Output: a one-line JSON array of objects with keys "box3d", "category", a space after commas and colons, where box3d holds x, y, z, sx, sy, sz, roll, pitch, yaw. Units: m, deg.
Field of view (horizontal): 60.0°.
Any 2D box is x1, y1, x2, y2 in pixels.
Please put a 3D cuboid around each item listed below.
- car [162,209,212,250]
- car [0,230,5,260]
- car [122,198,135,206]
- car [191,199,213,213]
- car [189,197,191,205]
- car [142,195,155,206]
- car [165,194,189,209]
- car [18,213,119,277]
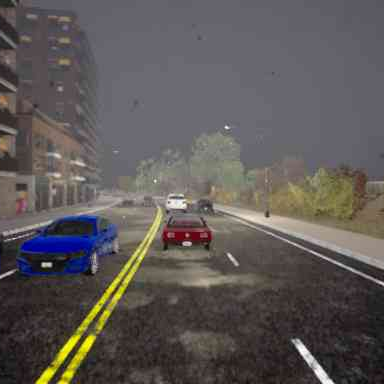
[{"box3d": [-0.278, 1.627, 14.490, 1.895, 1.301, 4.718, 0, 0, -3], "category": "car"}, {"box3d": [-6.781, 1.499, 8.629, 1.837, 1.490, 4.892, 0, 0, -2], "category": "car"}, {"box3d": [-10.483, 1.644, 54.938, 1.895, 1.301, 4.718, 0, 0, -7], "category": "car"}, {"box3d": [1.283, 1.566, 38.584, 1.837, 1.490, 4.892, 0, -1, -5], "category": "car"}, {"box3d": [-1.216, 1.548, 59.566, 1.882, 1.535, 5.008, 0, 0, -8], "category": "car"}, {"box3d": [-7.287, 1.404, 55.493, 2.097, 1.767, 4.553, 0, 0, -7], "category": "car"}, {"box3d": [-1.885, 1.275, 37.810, 2.150, 2.045, 5.566, 0, 0, -5], "category": "car"}, {"box3d": [-3.593, 1.486, 10.499, 1.882, 1.535, 5.008, 0, 0, -2], "category": "car"}]
